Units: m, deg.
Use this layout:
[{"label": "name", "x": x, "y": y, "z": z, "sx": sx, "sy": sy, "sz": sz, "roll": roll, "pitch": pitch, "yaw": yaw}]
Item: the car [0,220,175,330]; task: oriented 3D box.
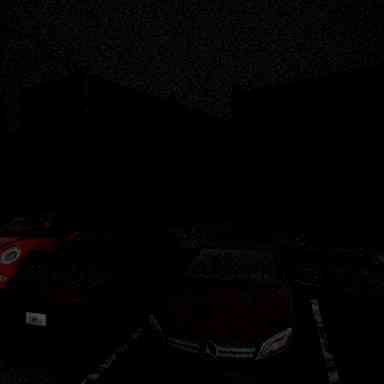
[{"label": "car", "x": -1.674, "y": 1.516, "z": 7.258, "sx": 2.163, "sy": 1.488, "sz": 4.792, "roll": 1, "pitch": -1, "yaw": 16}]

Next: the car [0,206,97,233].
[{"label": "car", "x": -4.093, "y": 1.363, "z": 9.067, "sx": 2.185, "sy": 1.767, "sz": 4.553, "roll": 1, "pitch": -1, "yaw": 16}]

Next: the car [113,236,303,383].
[{"label": "car", "x": 0.775, "y": 1.526, "z": 5.539, "sx": 2.002, "sy": 1.452, "sz": 4.674, "roll": 1, "pitch": -1, "yaw": 16}]
